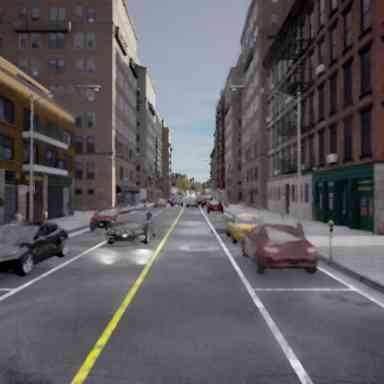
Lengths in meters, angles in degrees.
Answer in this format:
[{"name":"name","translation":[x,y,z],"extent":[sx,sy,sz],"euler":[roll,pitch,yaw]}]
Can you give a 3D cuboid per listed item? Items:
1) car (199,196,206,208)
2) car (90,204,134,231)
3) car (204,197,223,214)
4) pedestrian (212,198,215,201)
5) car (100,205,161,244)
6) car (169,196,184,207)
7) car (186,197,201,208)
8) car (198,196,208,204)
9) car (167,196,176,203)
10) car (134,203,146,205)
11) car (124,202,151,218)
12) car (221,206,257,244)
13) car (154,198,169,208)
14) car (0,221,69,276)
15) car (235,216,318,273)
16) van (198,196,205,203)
[{"name":"car","translation":[2.653,1.732,56.100],"extent":[2.192,1.841,5.009],"euler":[0,0,0]},{"name":"car","translation":[-5.381,1.711,22.008],"extent":[1.887,1.381,4.507],"euler":[0,0,0]},{"name":"car","translation":[2.762,1.780,40.410],"extent":[1.882,1.535,5.008],"euler":[0,0,0]},{"name":"pedestrian","translation":[2.762,1.618,43.415],"extent":[0.375,1.860,0.375],"euler":[0,0,0]},{"name":"car","translation":[-2.845,1.629,16.468],"extent":[1.837,1.490,4.892],"euler":[0,0,0]},{"name":"car","translation":[-2.733,1.778,60.545],"extent":[2.150,2.045,5.566],"euler":[0,0,0]},{"name":"car","translation":[0.040,1.982,56.126],"extent":[1.994,1.385,4.181],"euler":[0,0,1]},{"name":"car","translation":[2.725,1.930,83.156],"extent":[2.192,1.841,5.009],"euler":[0,0,0]},{"name":"car","translation":[-5.393,1.970,88.661],"extent":[2.192,1.841,5.009],"euler":[0,0,0]},{"name":"car","translation":[-5.380,1.759,27.690],"extent":[2.008,1.369,4.403],"euler":[0,0,0]},{"name":"car","translation":[-5.378,1.795,33.372],"extent":[1.887,1.381,4.507],"euler":[0,0,0]},{"name":"car","translation":[2.642,1.650,16.494],"extent":[1.752,1.417,4.829],"euler":[0,0,0]},{"name":"car","translation":[-5.372,1.858,56.101],"extent":[1.967,1.590,4.097],"euler":[0,0,0]},{"name":"car","translation":[-5.385,1.647,10.643],"extent":[1.947,1.339,4.313],"euler":[0,0,0]},{"name":"car","translation":[2.640,1.663,10.641],"extent":[1.802,1.307,4.206],"euler":[0,0,0]},{"name":"van","translation":[2.719,2.036,94.163],"extent":[1.690,1.788,3.998],"euler":[0,0,0]}]
